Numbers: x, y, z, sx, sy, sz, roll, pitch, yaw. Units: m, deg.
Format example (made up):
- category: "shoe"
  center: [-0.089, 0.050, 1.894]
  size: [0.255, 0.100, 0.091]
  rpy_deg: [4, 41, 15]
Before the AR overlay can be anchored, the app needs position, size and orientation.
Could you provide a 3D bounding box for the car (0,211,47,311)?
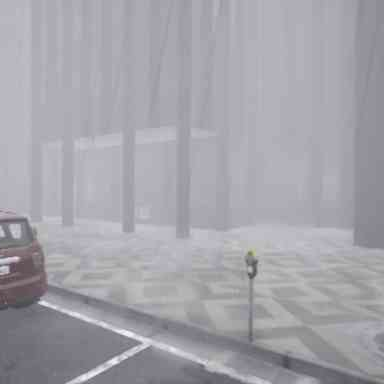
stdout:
- category: "car"
  center: [-4.834, 1.255, 6.408]
  size: [5.009, 1.841, 2.192]
  rpy_deg: [1, 0, 36]
